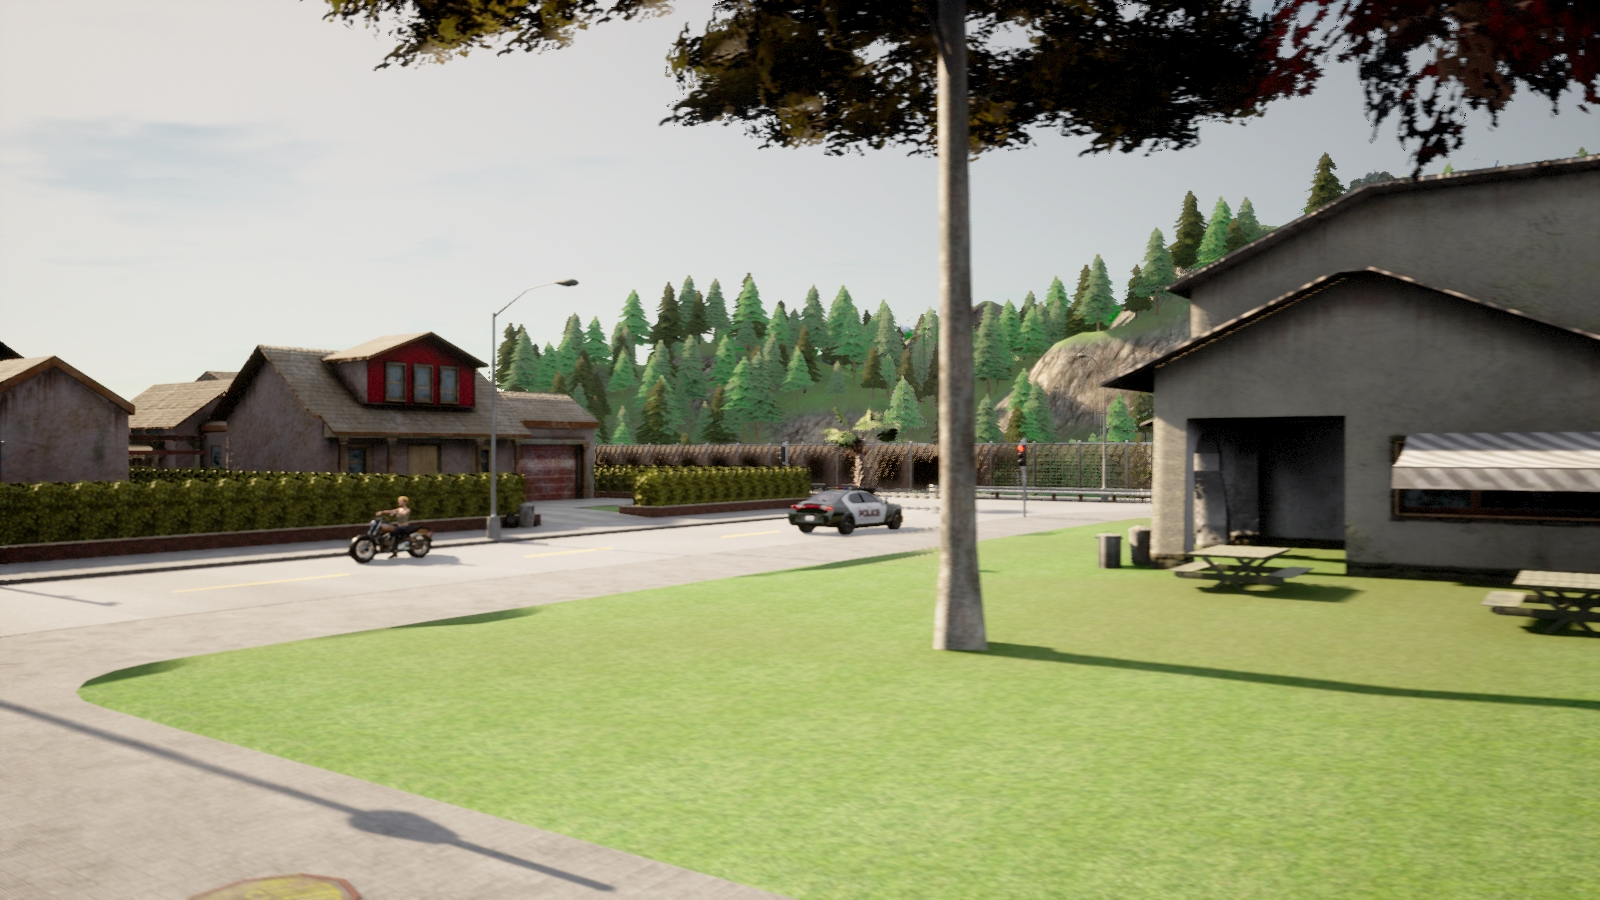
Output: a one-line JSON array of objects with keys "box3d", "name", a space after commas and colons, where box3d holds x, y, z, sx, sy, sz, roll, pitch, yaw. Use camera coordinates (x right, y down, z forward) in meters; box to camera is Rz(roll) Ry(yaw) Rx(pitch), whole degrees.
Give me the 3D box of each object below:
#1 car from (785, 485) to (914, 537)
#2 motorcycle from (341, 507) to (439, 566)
[{"box3d": [1.792, 2.053, 39.652, 2.038, 1.542, 4.974, 0, 0, 37], "name": "car"}, {"box3d": [-10.432, 2.174, 29.162, 0.764, 1.307, 2.356, 0, 0, 35], "name": "motorcycle"}]
